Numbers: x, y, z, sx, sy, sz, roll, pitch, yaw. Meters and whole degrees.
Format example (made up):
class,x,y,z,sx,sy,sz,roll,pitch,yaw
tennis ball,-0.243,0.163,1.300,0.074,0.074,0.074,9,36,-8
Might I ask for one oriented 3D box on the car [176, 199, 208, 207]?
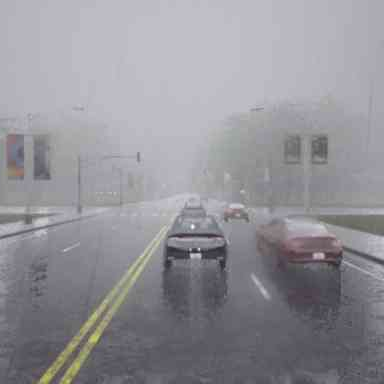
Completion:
class,x,y,z,sx,sy,sz,roll,pitch,yaw
car,0.096,1.512,25.807,2.128,1.511,4.902,0,0,0

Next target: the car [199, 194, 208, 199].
class,x,y,z,sx,sy,sz,roll,pitch,yaw
car,3.234,1.628,90.120,2.150,2.045,5.566,0,-1,0

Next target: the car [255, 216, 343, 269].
class,x,y,z,sx,sy,sz,roll,pitch,yaw
car,3.347,1.525,11.082,1.812,1.442,4.674,0,0,0

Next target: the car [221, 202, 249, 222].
class,x,y,z,sx,sy,sz,roll,pitch,yaw
car,3.346,1.551,26.383,1.812,1.442,4.674,0,0,0

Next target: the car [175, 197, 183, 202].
class,x,y,z,sx,sy,sz,roll,pitch,yaw
car,-3.265,1.956,85.922,1.895,1.301,4.718,0,-1,0

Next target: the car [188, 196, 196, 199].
class,x,y,z,sx,sy,sz,roll,pitch,yaw
car,-0.015,1.884,90.470,1.882,1.535,5.008,0,-1,0

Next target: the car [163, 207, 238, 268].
class,x,y,z,sx,sy,sz,roll,pitch,yaw
car,0.098,1.491,11.267,2.128,1.511,4.902,0,0,0
